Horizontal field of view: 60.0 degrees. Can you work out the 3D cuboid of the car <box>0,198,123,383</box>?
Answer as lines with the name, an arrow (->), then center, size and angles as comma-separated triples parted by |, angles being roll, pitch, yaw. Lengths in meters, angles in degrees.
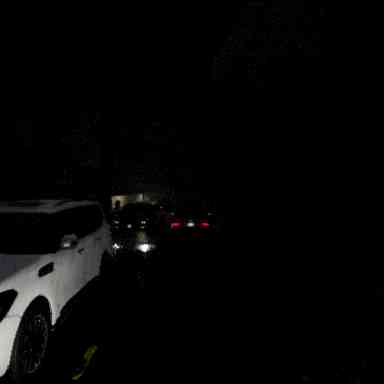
car -> -2.878, 1.165, 5.610 | 2.150, 2.045, 5.566 | 0, 0, 0

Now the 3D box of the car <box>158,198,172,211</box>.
car -> -2.943, 1.299, 33.902 | 1.994, 1.385, 4.181 | 0, 0, 0

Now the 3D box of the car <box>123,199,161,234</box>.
car -> -2.943, 1.334, 17.993 | 1.837, 1.490, 4.892 | 0, 1, 0

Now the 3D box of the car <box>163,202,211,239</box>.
car -> -0.069, 1.384, 16.246 | 2.033, 1.411, 5.357 | 0, 0, 0
